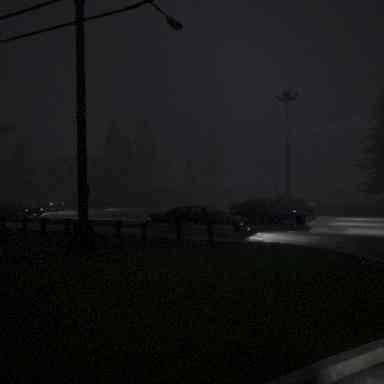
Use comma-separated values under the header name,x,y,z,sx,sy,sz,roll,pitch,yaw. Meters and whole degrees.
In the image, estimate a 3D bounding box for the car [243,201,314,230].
name,x,y,z,sx,sy,sz,roll,pitch,yaw
car,4.202,1.378,18.980,4.718,1.301,1.895,-1,1,25

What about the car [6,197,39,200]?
name,x,y,z,sx,sy,sz,roll,pitch,yaw
car,-18.090,1.465,33.398,4.674,1.442,1.812,-1,1,25

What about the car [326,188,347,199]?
name,x,y,z,sx,sy,sz,roll,pitch,yaw
car,26.991,0.314,62.126,2.150,2.045,5.566,0,1,2

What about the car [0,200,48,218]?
name,x,y,z,sx,sy,sz,roll,pitch,yaw
car,-14.753,1.545,27.949,4.718,1.301,1.895,-1,1,25

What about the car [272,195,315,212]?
name,x,y,z,sx,sy,sz,roll,pitch,yaw
car,6.785,1.177,25.499,4.902,1.511,2.128,-1,1,25

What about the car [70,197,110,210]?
name,x,y,z,sx,sy,sz,roll,pitch,yaw
car,-12.640,1.359,39.747,5.357,1.411,2.033,-1,1,14

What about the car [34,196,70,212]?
name,x,y,z,sx,sy,sz,roll,pitch,yaw
car,-16.140,1.239,36.346,4.553,1.767,2.097,-1,1,25

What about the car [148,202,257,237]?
name,x,y,z,sx,sy,sz,roll,pitch,yaw
car,0.294,1.393,16.955,5.357,1.411,2.033,0,1,25

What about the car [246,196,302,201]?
name,x,y,z,sx,sy,sz,roll,pitch,yaw
car,4.883,1.228,22.526,4.902,1.511,2.128,-1,1,25
